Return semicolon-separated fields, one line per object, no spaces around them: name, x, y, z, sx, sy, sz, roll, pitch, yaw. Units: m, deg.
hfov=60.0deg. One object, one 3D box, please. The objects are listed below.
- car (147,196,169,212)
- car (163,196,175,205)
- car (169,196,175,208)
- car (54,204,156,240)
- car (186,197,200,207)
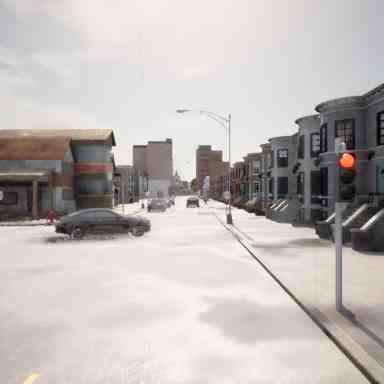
car;-4.090;1.505;39.237;1.837;1.490;4.892;0;0;0
car;-4.041;1.525;58.792;1.812;1.442;4.674;0;0;1
car;-4.079;1.547;48.987;2.033;1.411;5.357;0;0;0
car;-4.433;1.525;16.777;4.674;1.442;1.812;0;1;-18
car;0.120;1.506;51.766;1.837;1.490;4.892;0;0;0
